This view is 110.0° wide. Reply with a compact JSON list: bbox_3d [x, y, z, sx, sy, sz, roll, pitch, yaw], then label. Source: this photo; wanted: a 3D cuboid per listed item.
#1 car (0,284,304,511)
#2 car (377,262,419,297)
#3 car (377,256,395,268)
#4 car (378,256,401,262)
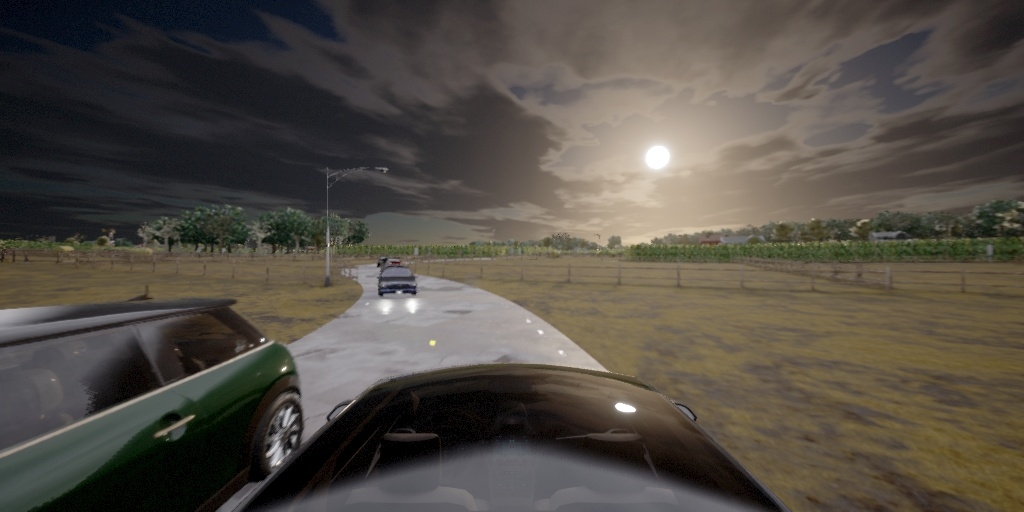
[{"bbox_3d":[-3.063,1.122,1.644,2.097,1.767,4.553,0,0,-2],"label":"car"},{"bbox_3d":[-6.157,1.282,19.221,2.033,1.411,5.357,0,1,-20],"label":"car"},{"bbox_3d":[-17.224,0.773,49.063,1.837,1.490,4.892,0,1,-14],"label":"car"},{"bbox_3d":[-12.887,0.952,38.343,1.837,1.490,4.892,0,0,-27],"label":"car"}]
